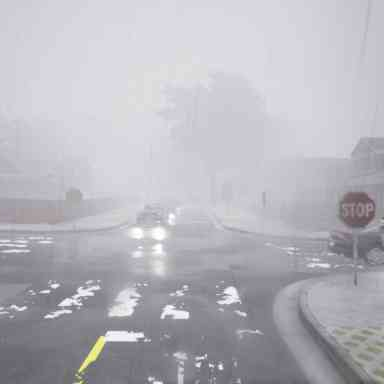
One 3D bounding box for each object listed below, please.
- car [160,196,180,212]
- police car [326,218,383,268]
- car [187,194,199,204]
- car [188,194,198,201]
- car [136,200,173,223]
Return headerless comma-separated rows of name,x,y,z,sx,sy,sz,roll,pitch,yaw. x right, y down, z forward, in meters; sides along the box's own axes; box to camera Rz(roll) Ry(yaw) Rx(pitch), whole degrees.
car,-2.707,1.335,35.905,2.128,1.511,4.902,0,1,0
police car,7.430,1.620,11.507,5.238,1.638,1.930,1,0,1
car,0.222,1.115,56.356,1.882,1.535,5.008,0,1,0
car,0.264,1.074,66.777,1.994,1.385,4.181,0,1,0
car,-2.803,1.530,24.673,1.895,1.301,4.718,0,0,2
